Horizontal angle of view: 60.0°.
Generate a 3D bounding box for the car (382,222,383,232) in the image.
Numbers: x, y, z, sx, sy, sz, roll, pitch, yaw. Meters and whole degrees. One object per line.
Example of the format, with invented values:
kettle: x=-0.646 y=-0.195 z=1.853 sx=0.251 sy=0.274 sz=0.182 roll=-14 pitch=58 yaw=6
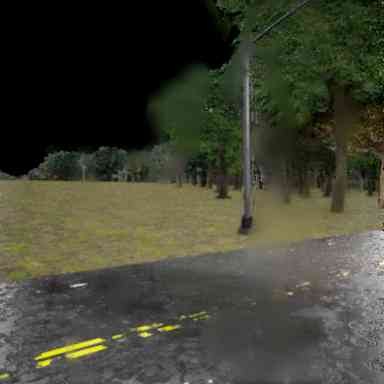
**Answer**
car: x=11.553 y=1.658 z=16.683 sx=4.718 sy=1.301 sz=1.895 roll=0 pitch=0 yaw=-34
